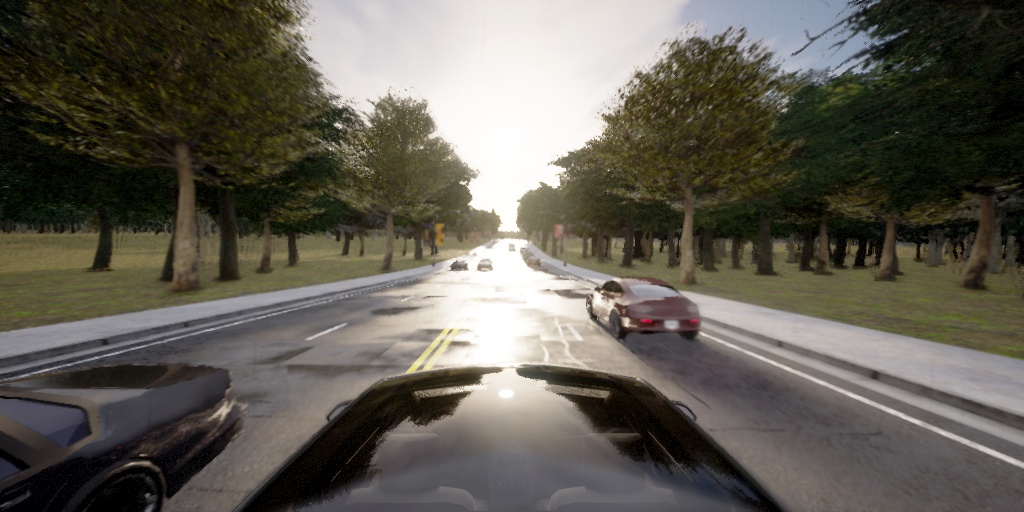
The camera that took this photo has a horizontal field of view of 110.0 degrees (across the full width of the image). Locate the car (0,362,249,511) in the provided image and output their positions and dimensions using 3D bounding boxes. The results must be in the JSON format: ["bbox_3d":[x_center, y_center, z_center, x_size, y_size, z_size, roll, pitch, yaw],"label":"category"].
[{"bbox_3d":[-3.349,1.300,0.894,2.033,1.411,5.357,0,0,0],"label":"car"}]

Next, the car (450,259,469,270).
[{"bbox_3d":[-6.560,1.064,45.289,1.994,1.385,4.181,0,1,1],"label":"car"}]

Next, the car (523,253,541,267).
[{"bbox_3d":[3.248,0.782,54.244,2.163,1.488,4.792,0,2,0],"label":"car"}]

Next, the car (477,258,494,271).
[{"bbox_3d":[-3.315,1.032,45.018,1.812,1.442,4.674,0,1,0],"label":"car"}]

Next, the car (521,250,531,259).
[{"bbox_3d":[3.247,0.272,65.169,2.097,1.767,4.553,0,2,0],"label":"car"}]

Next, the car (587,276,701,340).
[{"bbox_3d":[3.351,1.272,9.828,1.812,1.442,4.674,0,0,0],"label":"car"}]
